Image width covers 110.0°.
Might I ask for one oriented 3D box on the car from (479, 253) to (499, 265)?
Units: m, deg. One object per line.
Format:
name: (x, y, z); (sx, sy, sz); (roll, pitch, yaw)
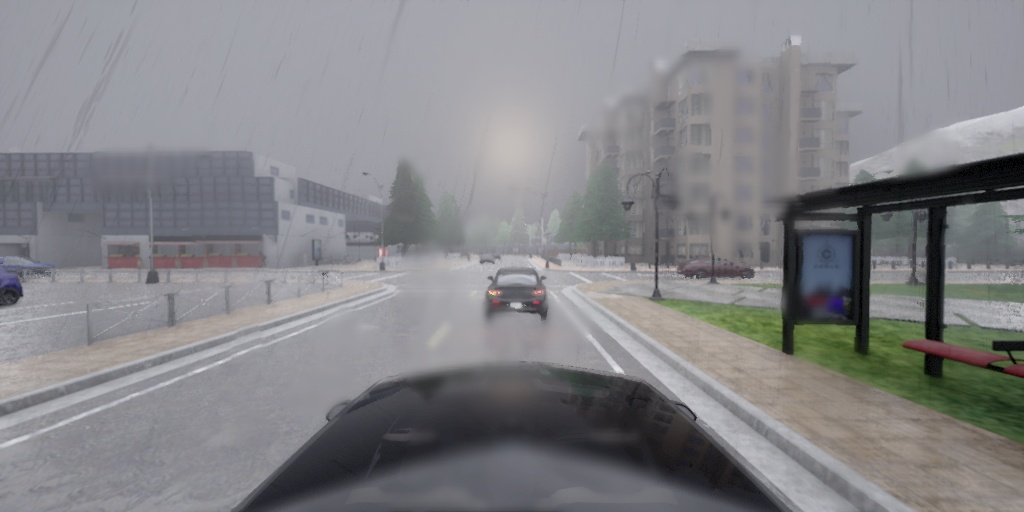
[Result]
car: (-3.203, 0.373, 47.338); (2.033, 1.411, 5.357); (0, 1, 1)

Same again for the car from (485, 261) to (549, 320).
car: (0.160, 1.075, 11.594); (1.812, 1.442, 4.674); (0, 1, 1)

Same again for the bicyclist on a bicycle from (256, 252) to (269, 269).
bicyclist on a bicycle: (-22.125, 0.434, 31.801); (0.582, 1.620, 1.656); (0, 1, 1)

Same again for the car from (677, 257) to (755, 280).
car: (13.419, 0.808, 23.723); (4.674, 1.442, 1.812); (0, 1, 1)

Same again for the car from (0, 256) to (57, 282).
car: (-34.370, 0.763, 24.550); (5.008, 1.535, 1.882); (0, 1, 1)
